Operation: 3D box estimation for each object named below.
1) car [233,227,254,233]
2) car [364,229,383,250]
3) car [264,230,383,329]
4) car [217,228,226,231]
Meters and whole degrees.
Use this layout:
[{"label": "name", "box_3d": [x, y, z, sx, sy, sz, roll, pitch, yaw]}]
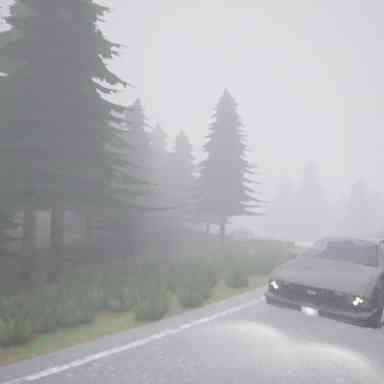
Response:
[{"label": "car", "box_3d": [7.259, 5.973, 49.020, 1.882, 1.535, 5.008, 3, -7, -18]}, {"label": "car", "box_3d": [14.748, 3.520, 24.481, 1.882, 1.535, 5.008, 2, -6, 4]}, {"label": "car", "box_3d": [3.658, 1.705, 7.570, 2.033, 1.411, 5.357, 1, -2, 40]}, {"label": "car", "box_3d": [5.227, 7.124, 58.941, 2.033, 1.411, 5.357, 2, -6, 1]}]
